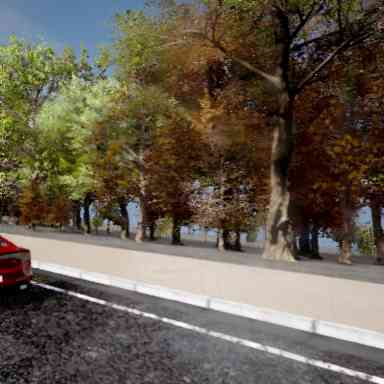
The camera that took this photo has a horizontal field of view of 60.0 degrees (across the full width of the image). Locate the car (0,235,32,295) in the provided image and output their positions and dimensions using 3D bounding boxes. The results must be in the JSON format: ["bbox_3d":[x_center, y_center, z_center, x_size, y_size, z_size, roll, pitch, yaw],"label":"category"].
[{"bbox_3d":[-5.746,1.533,7.766,5.008,1.535,1.882,0,0,35],"label":"car"}]
